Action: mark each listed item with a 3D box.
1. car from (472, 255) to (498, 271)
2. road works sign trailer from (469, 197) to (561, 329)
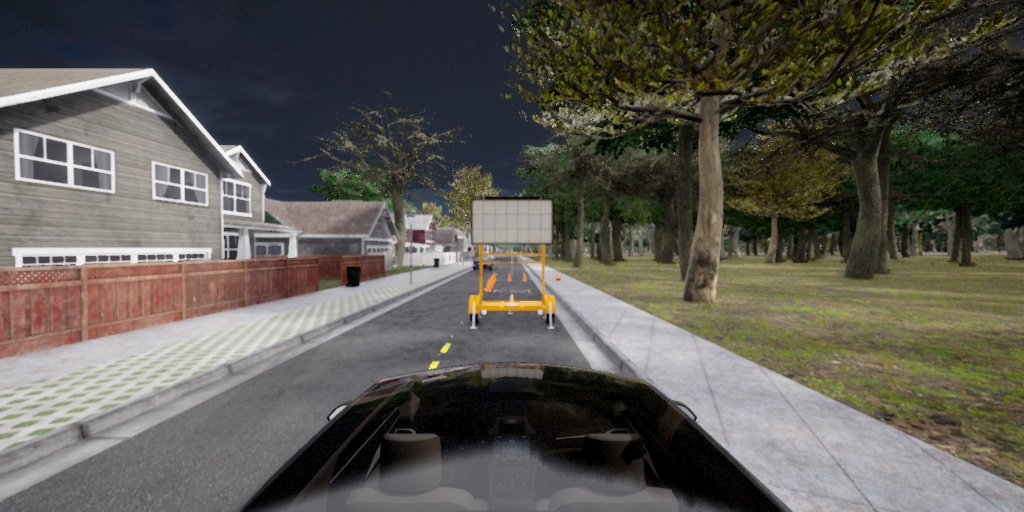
[{"bbox_3d":[-2.827,0.734,35.802,2.033,1.411,5.357,0,1,0],"label":"car"},{"bbox_3d":[0.007,0.065,10.639,2.380,3.560,2.880,0,0,0],"label":"road works sign trailer"}]
